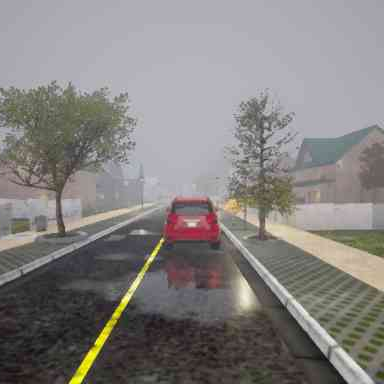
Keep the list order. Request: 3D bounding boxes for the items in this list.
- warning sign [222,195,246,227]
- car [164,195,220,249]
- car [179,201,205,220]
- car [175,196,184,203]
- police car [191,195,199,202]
[{"bbox_3d":[2.530,1.125,20.138,1.300,1.860,1.060,1,1,0],"label":"warning sign"},{"bbox_3d":[0.000,1.263,14.680,2.150,2.045,5.566,0,0,0],"label":"car"},{"bbox_3d":[0.000,1.590,29.654,2.033,1.411,5.357,0,0,0],"label":"car"},{"bbox_3d":[-2.749,1.581,75.919,1.882,1.535,5.008,0,0,0],"label":"car"},{"bbox_3d":[0.825,1.737,90.275,1.930,1.638,5.238,0,0,0],"label":"police car"}]
